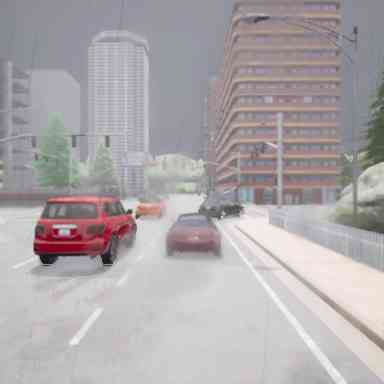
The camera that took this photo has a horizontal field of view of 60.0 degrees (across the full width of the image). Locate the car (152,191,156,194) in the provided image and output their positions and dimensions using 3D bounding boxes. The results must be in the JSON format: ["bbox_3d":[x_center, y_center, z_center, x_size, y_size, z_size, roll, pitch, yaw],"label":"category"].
[{"bbox_3d":[-10.486,1.014,87.074,2.150,2.045,5.566,0,0,0],"label":"car"}]

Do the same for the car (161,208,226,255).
[{"bbox_3d":[0.069,1.532,13.140,1.994,1.385,4.181,0,0,0],"label":"car"}]

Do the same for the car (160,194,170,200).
[{"bbox_3d":[-6.986,1.314,87.109,2.128,1.511,4.902,0,0,0],"label":"car"}]

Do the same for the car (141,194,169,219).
[{"bbox_3d":[-3.429,1.266,28.502,2.097,1.767,4.553,0,0,0],"label":"car"}]

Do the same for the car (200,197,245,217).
[{"bbox_3d":[2.551,1.270,27.648,2.097,1.767,4.553,1,1,37],"label":"car"}]

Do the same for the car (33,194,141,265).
[{"bbox_3d":[-3.441,1.192,11.720,2.150,2.045,5.566,0,0,1],"label":"car"}]

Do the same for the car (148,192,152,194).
[{"bbox_3d":[-10.489,1.185,71.361,2.097,1.767,4.553,0,0,0],"label":"car"}]
